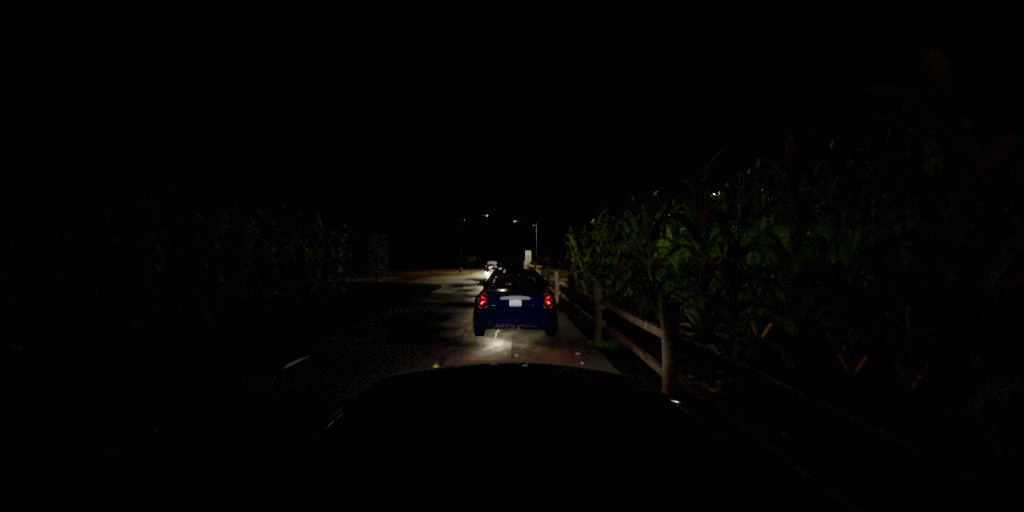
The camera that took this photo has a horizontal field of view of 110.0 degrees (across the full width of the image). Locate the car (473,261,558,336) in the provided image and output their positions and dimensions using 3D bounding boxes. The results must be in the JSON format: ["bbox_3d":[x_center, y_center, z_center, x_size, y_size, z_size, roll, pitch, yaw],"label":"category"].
[{"bbox_3d":[0.075,1.154,10.681,2.097,1.767,4.553,0,0,0],"label":"car"}]

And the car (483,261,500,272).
[{"bbox_3d":[-2.949,1.509,52.392,2.128,1.511,4.902,0,0,0],"label":"car"}]

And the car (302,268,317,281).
[{"bbox_3d":[-19.663,1.518,31.973,5.357,1.411,2.033,0,1,0],"label":"car"}]
